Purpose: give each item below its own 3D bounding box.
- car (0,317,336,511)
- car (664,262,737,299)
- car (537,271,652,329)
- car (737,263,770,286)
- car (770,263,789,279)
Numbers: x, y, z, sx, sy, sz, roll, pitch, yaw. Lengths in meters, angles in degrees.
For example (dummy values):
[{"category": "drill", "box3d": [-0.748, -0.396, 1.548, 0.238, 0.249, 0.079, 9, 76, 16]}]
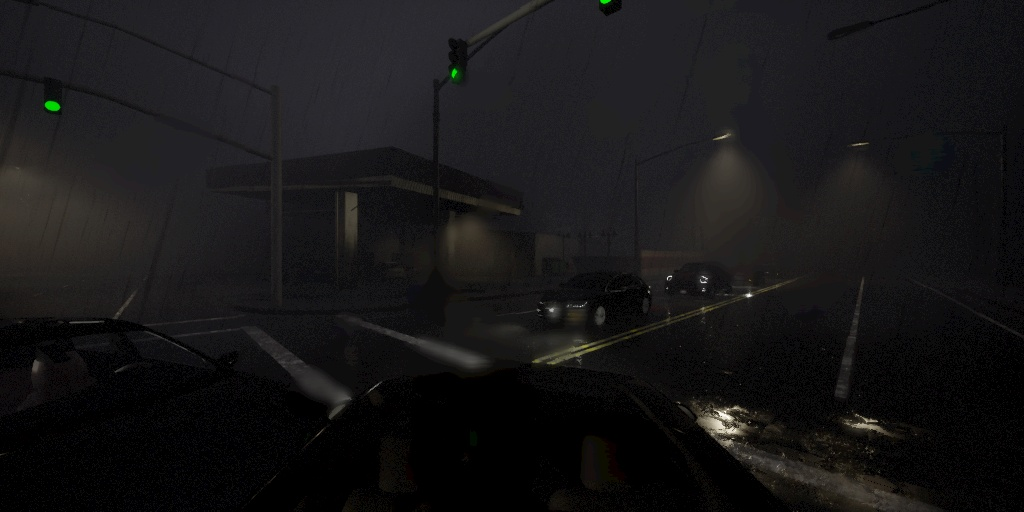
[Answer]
[{"category": "car", "box3d": [-3.435, 1.242, 2.455, 4.902, 1.511, 2.128, 0, 0, 15]}, {"category": "car", "box3d": [9.610, 1.102, 18.397, 2.097, 1.767, 4.553, 0, 0, 45]}, {"category": "car", "box3d": [2.812, 1.255, 11.510, 1.837, 1.490, 4.892, 0, 0, 44]}, {"category": "car", "box3d": [16.495, 1.314, 25.349, 1.994, 1.385, 4.181, 0, 0, 44]}, {"category": "car", "box3d": [23.586, 1.314, 32.446, 4.181, 1.385, 1.994, 0, 0, -45]}]
